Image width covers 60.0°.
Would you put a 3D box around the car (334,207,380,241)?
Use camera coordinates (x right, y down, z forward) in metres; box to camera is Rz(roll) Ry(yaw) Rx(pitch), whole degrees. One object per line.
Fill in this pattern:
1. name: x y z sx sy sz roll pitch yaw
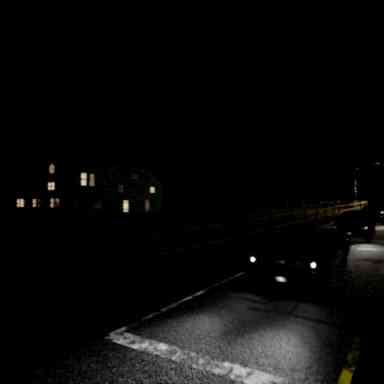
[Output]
1. car: 8.948 1.753 18.239 1.812 1.442 4.674 -1 -1 33

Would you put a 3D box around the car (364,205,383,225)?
1. car: 14.766 1.824 27.134 1.837 1.490 4.892 -1 -2 33

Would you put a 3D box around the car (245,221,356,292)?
1. car: 3.274 1.743 9.602 1.895 1.301 4.718 -1 -1 33
